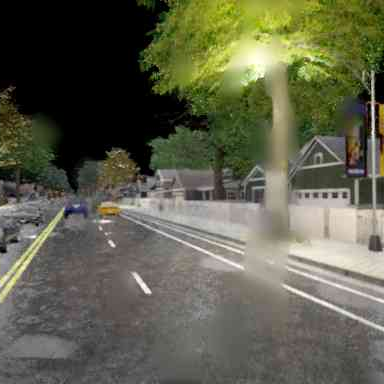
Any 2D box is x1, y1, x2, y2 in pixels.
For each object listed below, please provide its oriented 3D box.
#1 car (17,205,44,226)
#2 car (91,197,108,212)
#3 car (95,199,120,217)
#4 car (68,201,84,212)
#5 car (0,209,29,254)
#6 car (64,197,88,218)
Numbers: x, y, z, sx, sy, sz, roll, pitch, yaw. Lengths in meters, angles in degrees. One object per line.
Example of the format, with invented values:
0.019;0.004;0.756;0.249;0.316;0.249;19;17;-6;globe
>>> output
-12.382;1.754;25.200;1.837;1.490;4.892;0;0;-19;car
-12.496;1.637;45.508;2.150;2.045;5.566;0;0;-19;car
-8.775;1.794;34.962;1.882;1.535;5.008;0;0;-19;car
-16.537;2.008;47.497;1.994;1.385;4.181;0;0;-19;car
-8.568;1.696;14.229;2.033;1.411;5.357;0;0;-20;car
-11.932;1.544;34.318;2.150;2.045;5.566;0;0;-19;car
